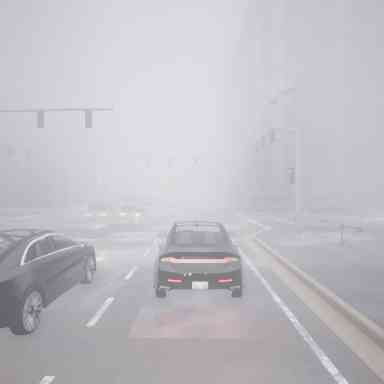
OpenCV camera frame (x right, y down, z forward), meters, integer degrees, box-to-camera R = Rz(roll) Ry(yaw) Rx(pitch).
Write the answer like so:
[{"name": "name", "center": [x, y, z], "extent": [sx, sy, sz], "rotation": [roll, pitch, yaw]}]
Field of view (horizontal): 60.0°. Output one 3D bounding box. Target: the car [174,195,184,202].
[{"name": "car", "center": [-2.986, 1.497, 75.781], "extent": [1.837, 1.490, 4.892], "rotation": [0, 0, 0]}]

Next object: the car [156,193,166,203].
[{"name": "car", "center": [-6.552, 1.219, 67.550], "extent": [2.150, 2.045, 5.566], "rotation": [0, 0, 1]}]

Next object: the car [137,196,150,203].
[{"name": "car", "center": [-10.034, 1.556, 68.792], "extent": [1.994, 1.385, 4.181], "rotation": [0, 0, 0]}]

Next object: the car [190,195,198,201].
[{"name": "car", "center": [0.580, 1.461, 85.459], "extent": [1.882, 1.535, 5.008], "rotation": [0, 0, 0]}]

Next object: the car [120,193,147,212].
[{"name": "car", "center": [-6.843, 1.341, 38.078], "extent": [2.097, 1.767, 4.553], "rotation": [0, 0, 0]}]

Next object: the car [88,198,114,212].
[{"name": "car", "center": [-10.343, 1.465, 38.049], "extent": [1.882, 1.535, 5.008], "rotation": [0, -1, 0]}]

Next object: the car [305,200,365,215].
[{"name": "car", "center": [14.110, 1.492, 32.976], "extent": [5.357, 1.411, 2.033], "rotation": [0, 0, 0]}]

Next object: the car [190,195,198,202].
[{"name": "car", "center": [0.518, 1.593, 76.414], "extent": [1.895, 1.301, 4.718], "rotation": [0, 0, 0]}]

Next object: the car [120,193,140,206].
[{"name": "car", "center": [-10.215, 1.223, 54.918], "extent": [2.150, 2.045, 5.566], "rotation": [0, 0, 1]}]

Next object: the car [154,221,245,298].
[{"name": "car", "center": [0.134, 1.492, 8.507], "extent": [2.128, 1.511, 4.902], "rotation": [0, 0, 0]}]

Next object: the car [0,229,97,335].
[{"name": "car", "center": [-3.400, 1.492, 6.687], "extent": [2.128, 1.511, 4.902], "rotation": [0, 0, 1]}]

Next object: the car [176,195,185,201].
[{"name": "car", "center": [-2.920, 1.523, 85.483], "extent": [2.033, 1.411, 5.357], "rotation": [0, 0, 0]}]

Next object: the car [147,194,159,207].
[{"name": "car", "center": [-6.740, 1.501, 52.271], "extent": [1.837, 1.490, 4.892], "rotation": [0, 1, 0]}]
